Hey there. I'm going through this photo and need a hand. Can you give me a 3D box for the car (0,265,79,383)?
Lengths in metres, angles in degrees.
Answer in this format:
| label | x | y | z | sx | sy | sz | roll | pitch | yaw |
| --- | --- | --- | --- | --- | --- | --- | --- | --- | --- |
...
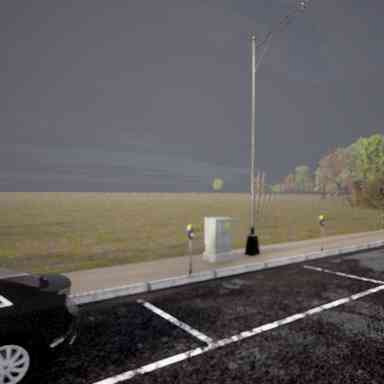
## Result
| label | x | y | z | sx | sy | sz | roll | pitch | yaw |
| --- | --- | --- | --- | --- | --- | --- | --- | --- | --- |
| car | -3.524 | 1.551 | 3.574 | 4.403 | 1.369 | 2.008 | 0 | 1 | -36 |
